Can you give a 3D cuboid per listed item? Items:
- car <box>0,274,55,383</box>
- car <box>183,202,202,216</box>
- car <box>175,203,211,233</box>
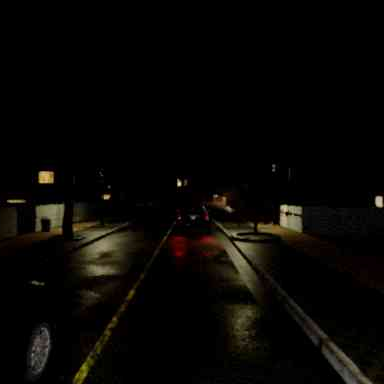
[{"bbox_3d":[-2.751,1.550,2.789,1.812,1.442,4.674,0,0,0],"label":"car"},{"bbox_3d":[0.063,1.887,36.975,1.994,1.385,4.181,0,-1,0],"label":"car"},{"bbox_3d":[0.076,1.524,21.098,2.097,1.767,4.553,0,0,0],"label":"car"}]
